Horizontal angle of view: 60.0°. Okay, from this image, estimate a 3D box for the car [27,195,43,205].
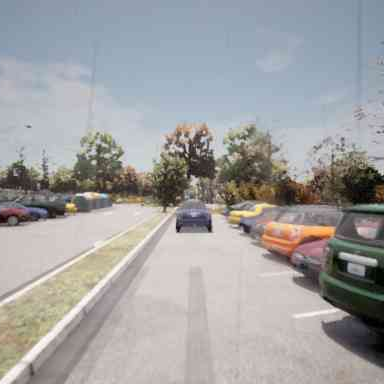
[{"bbox_3d":[-30.310,1.520,64.305,2.185,1.767,4.553,1,-3,-19],"label":"car"}]

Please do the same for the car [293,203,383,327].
[{"bbox_3d":[4.860,1.235,5.670,5.566,2.045,2.435,1,0,-20],"label":"car"}]

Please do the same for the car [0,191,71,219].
[{"bbox_3d":[-13.306,1.205,27.686,5.566,2.045,2.435,-1,0,-20],"label":"car"}]

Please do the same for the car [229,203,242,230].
[{"bbox_3d":[4.817,1.514,17.964,4.792,1.488,2.163,1,0,-20],"label":"car"}]

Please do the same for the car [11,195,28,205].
[{"bbox_3d":[-33.346,1.523,64.410,2.185,1.767,4.553,1,-3,-19],"label":"car"}]

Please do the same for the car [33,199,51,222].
[{"bbox_3d":[-13.294,1.504,24.686,4.674,1.452,2.002,-1,0,-20],"label":"car"}]

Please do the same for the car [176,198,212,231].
[{"bbox_3d":[0.118,1.350,20.775,2.097,1.767,4.553,0,0,0],"label":"car"}]

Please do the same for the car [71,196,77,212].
[{"bbox_3d":[-13.439,1.441,30.661,5.366,1.575,1.946,-1,1,-20],"label":"car"}]

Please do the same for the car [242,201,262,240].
[{"bbox_3d":[4.869,1.360,14.595,4.553,1.767,2.185,1,0,-20],"label":"car"}]

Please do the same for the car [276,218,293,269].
[{"bbox_3d":[4.834,1.525,8.632,4.674,1.452,2.002,1,0,-20],"label":"car"}]

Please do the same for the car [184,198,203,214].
[{"bbox_3d":[0.157,1.443,36.797,1.882,1.535,5.008,0,0,0],"label":"car"}]

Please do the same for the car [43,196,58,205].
[{"bbox_3d":[-27.295,1.648,64.292,2.231,1.521,4.892,1,-3,-19],"label":"car"}]

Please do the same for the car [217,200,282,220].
[{"bbox_3d":[4.864,1.484,28.158,4.892,1.521,2.231,1,0,-20],"label":"car"}]

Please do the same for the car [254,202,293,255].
[{"bbox_3d":[4.804,1.359,11.604,4.553,1.767,2.185,1,0,-20],"label":"car"}]

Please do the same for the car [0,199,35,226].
[{"bbox_3d":[-13.313,1.467,21.660,5.008,1.535,2.097,-1,0,-20],"label":"car"}]

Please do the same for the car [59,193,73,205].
[{"bbox_3d":[-24.291,1.396,64.275,2.435,2.045,5.566,1,-3,-19],"label":"car"}]

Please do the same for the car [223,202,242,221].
[{"bbox_3d":[5.019,1.484,21.439,5.366,1.575,1.946,1,0,-20],"label":"car"}]

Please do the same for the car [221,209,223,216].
[{"bbox_3d":[4.847,1.485,24.764,4.892,1.521,2.231,1,0,-20],"label":"car"}]

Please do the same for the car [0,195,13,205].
[{"bbox_3d":[-36.373,1.524,64.447,2.185,1.767,4.553,1,-3,-19],"label":"car"}]
